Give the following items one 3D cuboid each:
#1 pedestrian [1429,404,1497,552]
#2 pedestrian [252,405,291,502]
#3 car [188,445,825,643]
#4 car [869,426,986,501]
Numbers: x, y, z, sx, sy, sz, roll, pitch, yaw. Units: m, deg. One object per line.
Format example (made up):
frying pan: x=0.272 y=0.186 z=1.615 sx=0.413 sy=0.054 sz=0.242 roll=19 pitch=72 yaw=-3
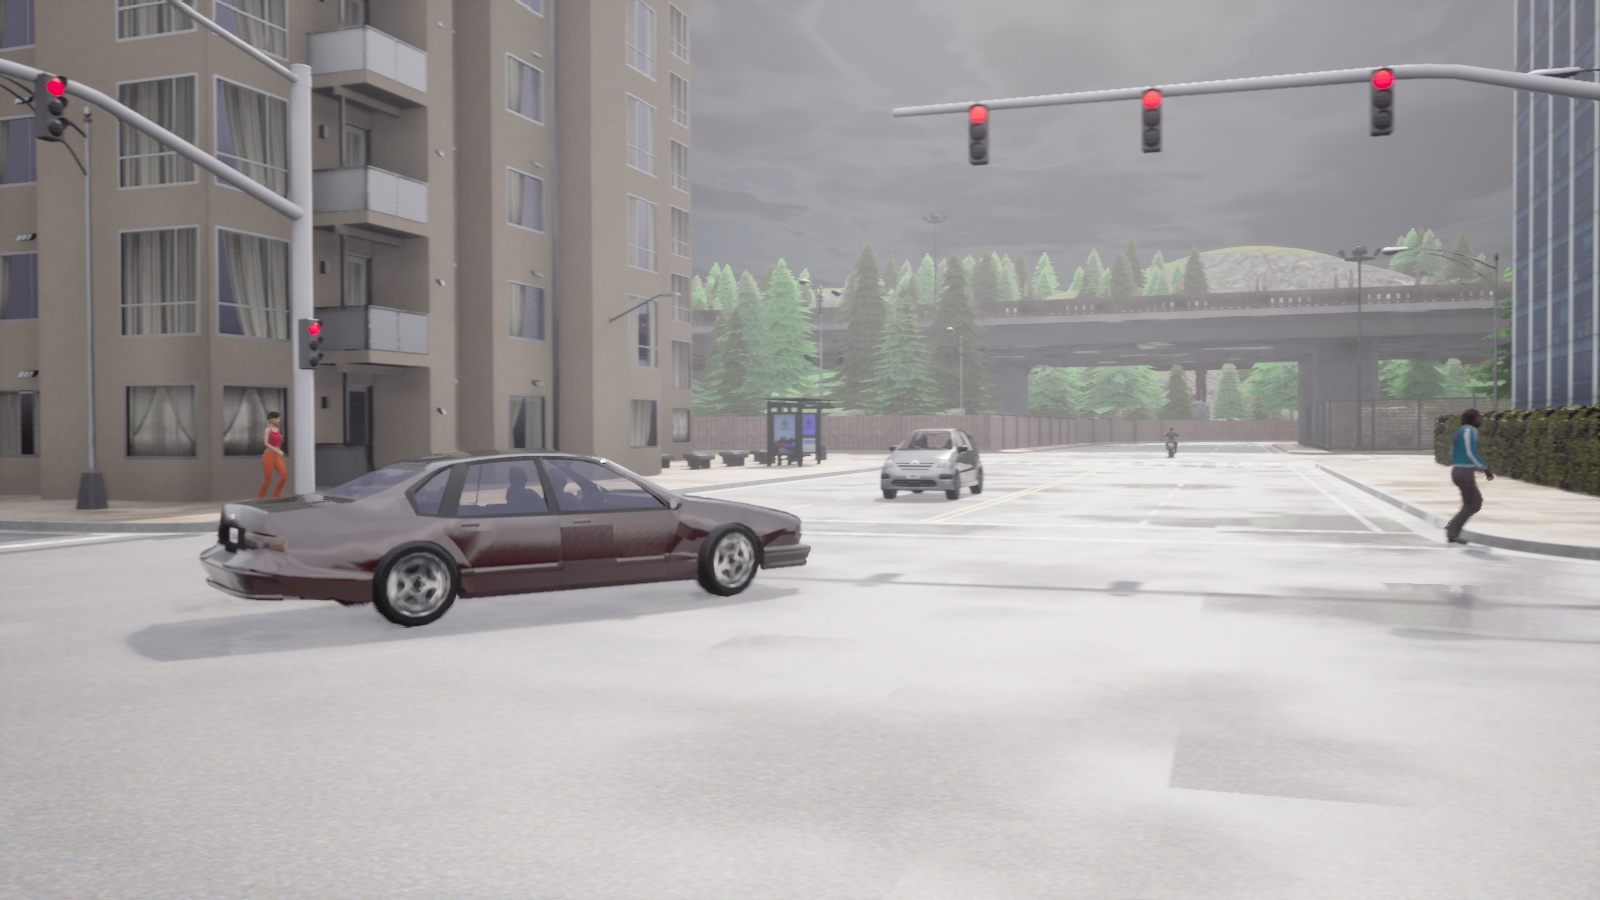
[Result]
pedestrian: x=8.750 y=0.362 z=16.587 sx=0.692 sy=1.930 sz=0.396 roll=0 pitch=1 yaw=11
pedestrian: x=-10.097 y=0.063 z=23.976 sx=0.594 sy=1.836 sz=0.345 roll=0 pitch=1 yaw=14
car: x=-2.520 y=0.679 z=11.608 sx=5.357 sy=1.411 sz=2.033 roll=0 pitch=1 yaw=-36
car: x=3.073 y=0.264 z=29.493 sx=1.851 sy=1.617 sz=3.988 roll=1 pitch=1 yaw=19
